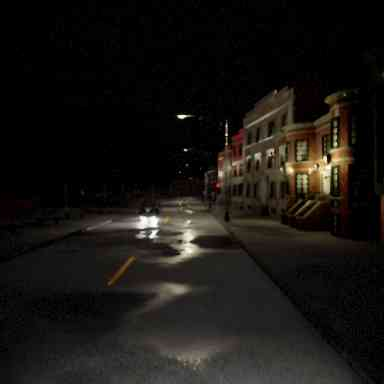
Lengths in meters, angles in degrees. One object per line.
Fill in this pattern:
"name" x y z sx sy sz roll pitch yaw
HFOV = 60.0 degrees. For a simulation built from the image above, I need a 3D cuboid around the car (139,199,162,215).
"car" -4.047 1.442 32.933 2.128 1.511 4.902 0 0 0
